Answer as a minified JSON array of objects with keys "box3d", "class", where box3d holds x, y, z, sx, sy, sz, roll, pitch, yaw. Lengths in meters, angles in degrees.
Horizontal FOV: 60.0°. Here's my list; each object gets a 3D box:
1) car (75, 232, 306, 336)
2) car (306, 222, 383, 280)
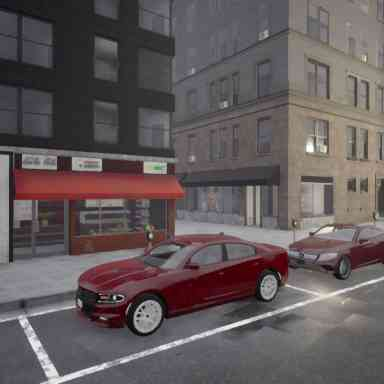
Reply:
[{"box3d":[0.022,1.545,6.662,4.507,1.381,1.887,0,0,-35],"class":"car"},{"box3d":[4.541,1.577,9.884,4.206,1.307,1.802,0,0,-35],"class":"car"}]
